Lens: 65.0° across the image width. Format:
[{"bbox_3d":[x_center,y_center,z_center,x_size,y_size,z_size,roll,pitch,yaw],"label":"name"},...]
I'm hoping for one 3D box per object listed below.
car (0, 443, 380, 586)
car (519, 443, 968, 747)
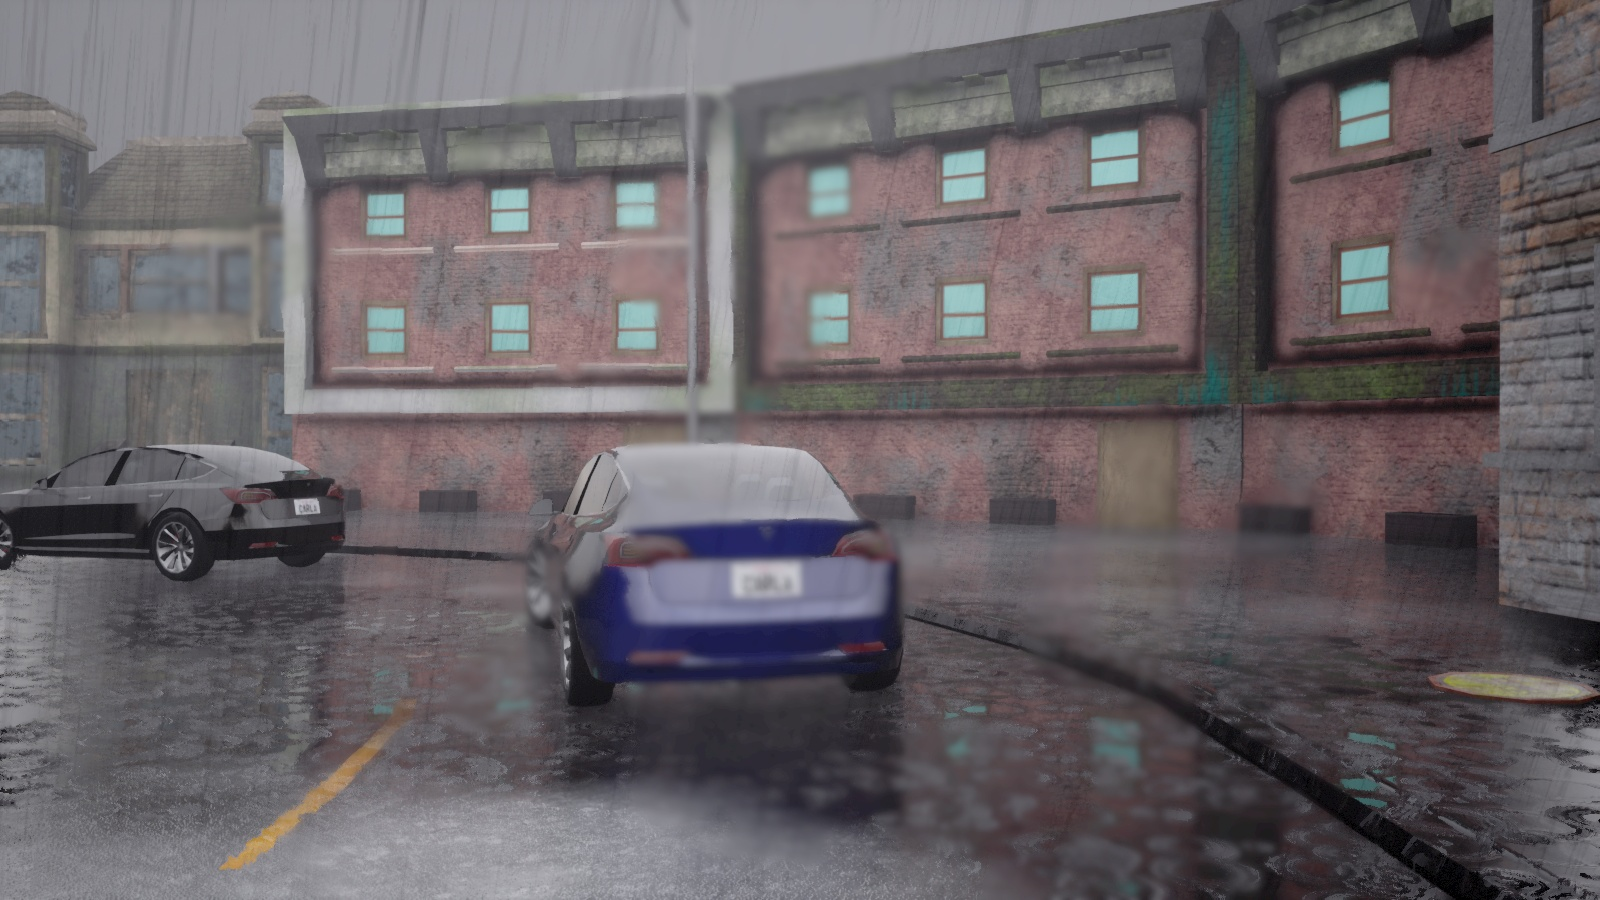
[{"bbox_3d":[-7.651,0.657,14.956,4.792,1.488,2.163,0,0,23],"label":"car"},{"bbox_3d":[-0.759,0.698,8.739,2.163,1.488,4.792,0,0,-15],"label":"car"}]
